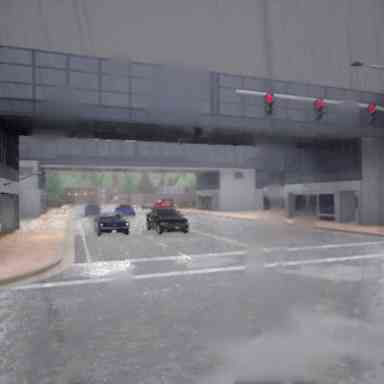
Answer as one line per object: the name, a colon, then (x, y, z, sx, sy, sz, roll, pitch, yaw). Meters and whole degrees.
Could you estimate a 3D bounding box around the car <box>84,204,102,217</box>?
car: (-12.356, 2.259, 41.499, 1.882, 1.535, 5.008, 0, -1, -19)

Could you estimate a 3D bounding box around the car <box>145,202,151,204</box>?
car: (-7.726, 2.573, 60.113, 1.994, 1.385, 4.181, 0, -1, -20)

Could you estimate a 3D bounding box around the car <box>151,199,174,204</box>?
car: (-4.163, 2.038, 50.181, 2.150, 2.045, 5.566, 0, -1, -17)

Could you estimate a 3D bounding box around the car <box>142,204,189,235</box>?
car: (-1.685, 1.835, 21.793, 1.882, 1.535, 5.008, 0, 0, -20)

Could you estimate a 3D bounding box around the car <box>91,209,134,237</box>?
car: (-5.162, 1.988, 21.130, 1.895, 1.301, 4.718, 0, -1, -20)

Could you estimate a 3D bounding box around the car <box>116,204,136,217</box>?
car: (-7.986, 2.179, 39.618, 1.882, 1.535, 5.008, 0, -1, -19)
